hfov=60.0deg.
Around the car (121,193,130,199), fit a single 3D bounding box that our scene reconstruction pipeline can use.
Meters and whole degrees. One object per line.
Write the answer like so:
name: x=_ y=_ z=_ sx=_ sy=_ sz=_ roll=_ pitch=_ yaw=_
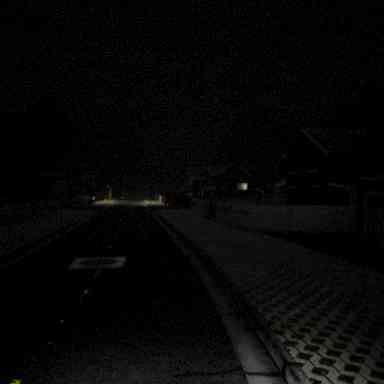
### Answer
car: x=-18.363 y=1.424 z=91.022 sx=1.837 sy=1.490 sz=4.892 roll=0 pitch=0 yaw=-10
